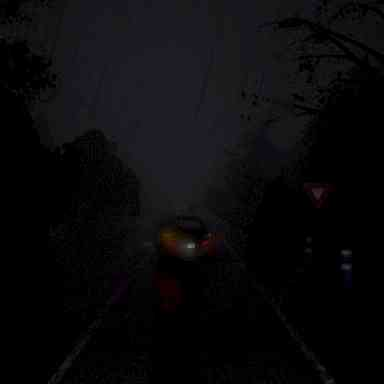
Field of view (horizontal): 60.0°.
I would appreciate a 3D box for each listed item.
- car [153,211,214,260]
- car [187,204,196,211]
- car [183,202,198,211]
[{"bbox_3d":[-0.407,1.616,12.607,1.812,1.442,4.674,0,-2,-9],"label":"car"},{"bbox_3d":[-0.081,3.373,73.648,1.994,1.385,4.181,0,-2,0],"label":"car"},{"bbox_3d":[-0.068,2.827,61.675,2.097,1.767,4.553,0,-2,0],"label":"car"}]
